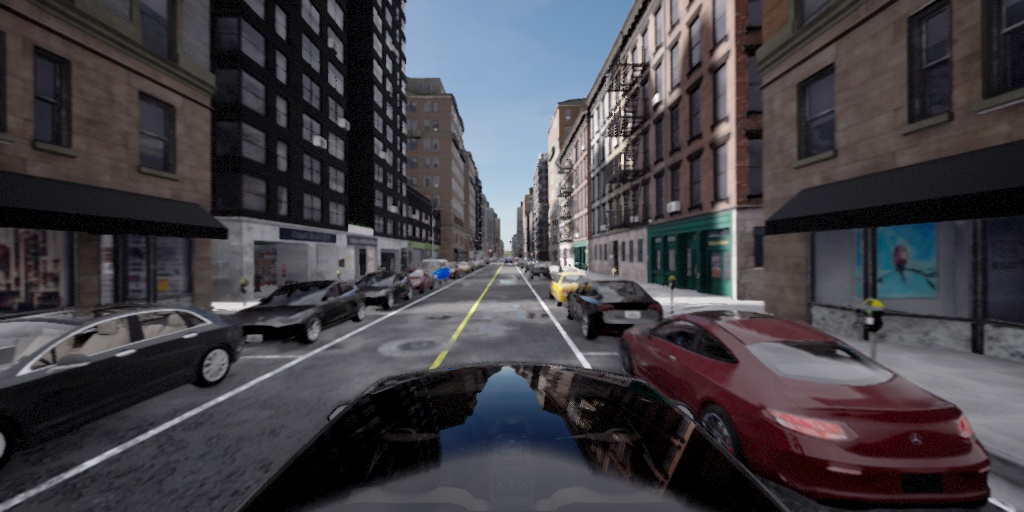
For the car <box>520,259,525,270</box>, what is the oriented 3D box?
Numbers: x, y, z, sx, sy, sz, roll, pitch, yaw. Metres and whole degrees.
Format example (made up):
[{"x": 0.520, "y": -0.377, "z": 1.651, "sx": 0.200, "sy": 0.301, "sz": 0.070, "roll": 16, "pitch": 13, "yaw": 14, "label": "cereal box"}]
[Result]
[{"x": 2.293, "y": 1.271, "z": 42.272, "sx": 2.007, "sy": 1.370, "sz": 4.403, "roll": 0, "pitch": 0, "yaw": -1, "label": "car"}]

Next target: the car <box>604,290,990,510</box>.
[{"x": 2.635, "y": 1.312, "z": 4.385, "sx": 1.802, "sy": 1.307, "sz": 4.207, "roll": 0, "pitch": 0, "yaw": -1, "label": "car"}]

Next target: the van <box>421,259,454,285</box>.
[{"x": -5.585, "y": 1.127, "z": 25.972, "sx": 1.690, "sy": 1.789, "sz": 3.998, "roll": 0, "pitch": 0, "yaw": -1, "label": "van"}]

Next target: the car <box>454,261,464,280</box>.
[{"x": -5.634, "y": 1.224, "z": 31.384, "sx": 1.967, "sy": 1.591, "sz": 4.097, "roll": 0, "pitch": 0, "yaw": -1, "label": "car"}]

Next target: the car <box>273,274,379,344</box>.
[{"x": -5.439, "y": 1.356, "z": 9.734, "sx": 1.948, "sy": 1.339, "sz": 4.313, "roll": 0, "pitch": 0, "yaw": -1, "label": "car"}]

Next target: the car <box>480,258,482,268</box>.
[{"x": -5.828, "y": 1.302, "z": 52.864, "sx": 1.751, "sy": 1.417, "sz": 4.829, "roll": 0, "pitch": 0, "yaw": -1, "label": "car"}]

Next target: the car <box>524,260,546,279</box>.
[{"x": 2.391, "y": 1.275, "z": 31.448, "sx": 2.007, "sy": 1.370, "sz": 4.403, "roll": 0, "pitch": 0, "yaw": -1, "label": "car"}]

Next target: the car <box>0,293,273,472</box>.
[{"x": -5.390, "y": 1.341, "z": 4.322, "sx": 2.007, "sy": 1.370, "sz": 4.403, "roll": 0, "pitch": 0, "yaw": -1, "label": "car"}]

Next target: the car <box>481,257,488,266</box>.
[{"x": -5.927, "y": 1.321, "z": 63.860, "sx": 2.007, "sy": 1.370, "sz": 4.403, "roll": 0, "pitch": 0, "yaw": -1, "label": "car"}]

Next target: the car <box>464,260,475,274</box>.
[{"x": -5.730, "y": 1.306, "z": 42.039, "sx": 1.751, "sy": 1.417, "sz": 4.829, "roll": 0, "pitch": 0, "yaw": -1, "label": "car"}]

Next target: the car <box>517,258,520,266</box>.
[{"x": 2.195, "y": 1.282, "z": 53.097, "sx": 1.948, "sy": 1.339, "sz": 4.313, "roll": 0, "pitch": 0, "yaw": -1, "label": "car"}]

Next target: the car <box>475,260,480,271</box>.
[{"x": -5.781, "y": 1.344, "z": 47.621, "sx": 1.948, "sy": 1.339, "sz": 4.313, "roll": 0, "pitch": 0, "yaw": -1, "label": "car"}]

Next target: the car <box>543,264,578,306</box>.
[{"x": 2.536, "y": 1.254, "z": 15.380, "sx": 1.751, "sy": 1.417, "sz": 4.829, "roll": 0, "pitch": 0, "yaw": -1, "label": "car"}]

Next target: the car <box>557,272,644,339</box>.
[{"x": 2.586, "y": 1.295, "z": 9.798, "sx": 1.948, "sy": 1.339, "sz": 4.313, "roll": 0, "pitch": 0, "yaw": -1, "label": "car"}]

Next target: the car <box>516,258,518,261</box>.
[{"x": 2.146, "y": 1.280, "z": 58.510, "sx": 1.948, "sy": 1.339, "sz": 4.313, "roll": 0, "pitch": 0, "yaw": -1, "label": "car"}]

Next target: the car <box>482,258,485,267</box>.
[{"x": -5.878, "y": 1.356, "z": 58.447, "sx": 1.802, "sy": 1.307, "sz": 4.207, "roll": 0, "pitch": 0, "yaw": -1, "label": "car"}]

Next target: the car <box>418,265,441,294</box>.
[{"x": -5.536, "y": 1.370, "z": 20.560, "sx": 1.802, "sy": 1.307, "sz": 4.207, "roll": 0, "pitch": 0, "yaw": -1, "label": "car"}]

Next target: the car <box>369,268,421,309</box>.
[{"x": -5.487, "y": 1.355, "z": 15.147, "sx": 1.948, "sy": 1.339, "sz": 4.313, "roll": 0, "pitch": 0, "yaw": -1, "label": "car"}]
